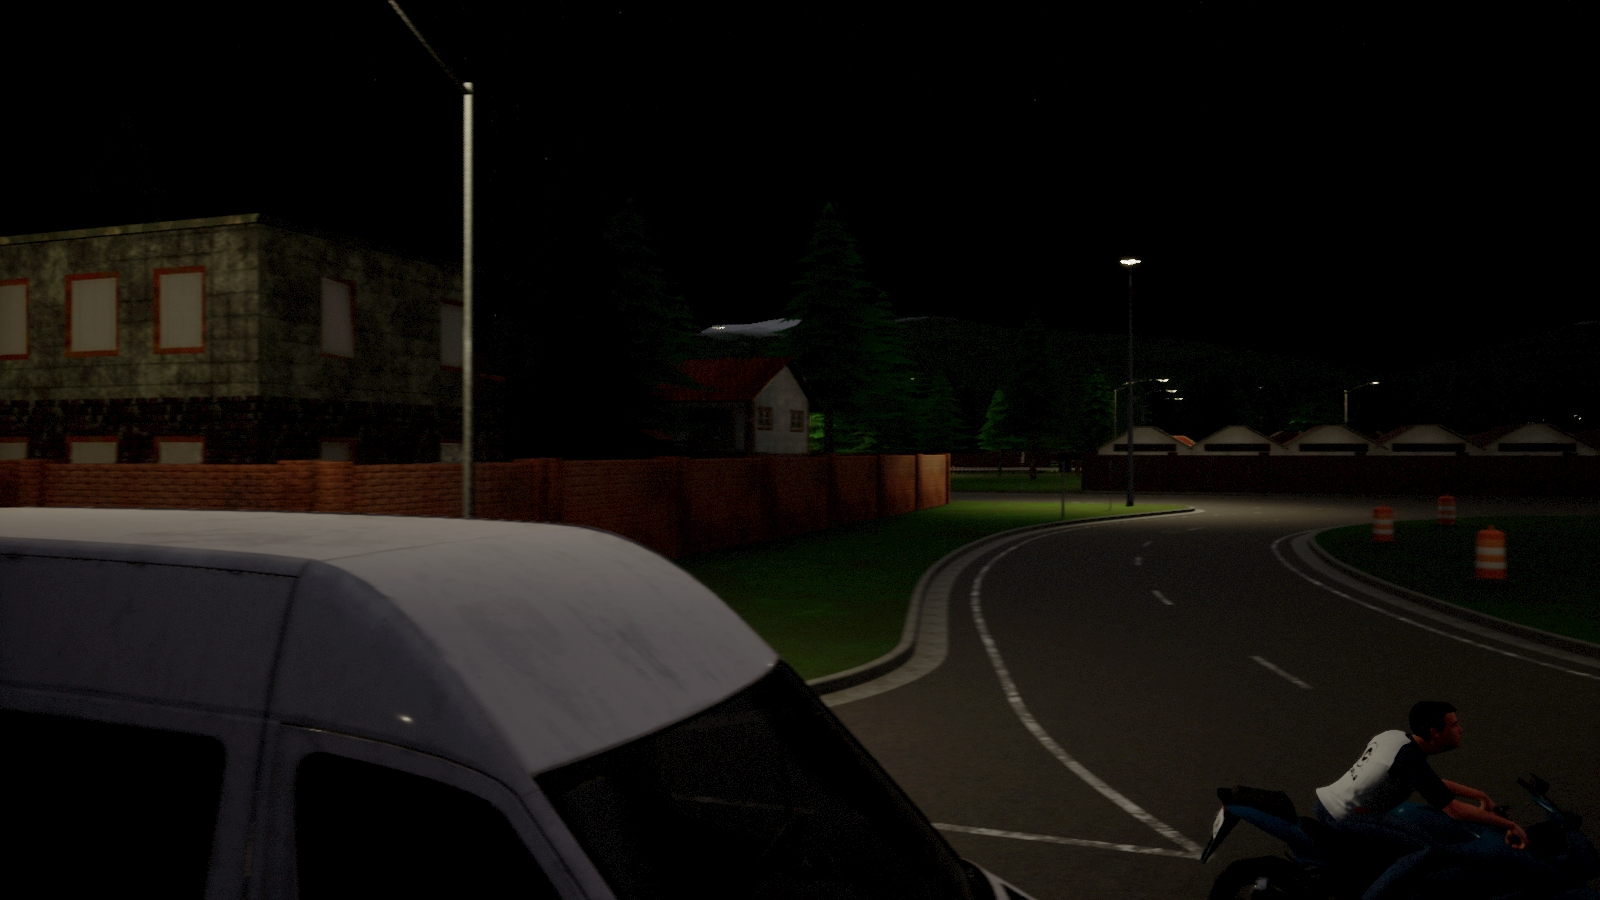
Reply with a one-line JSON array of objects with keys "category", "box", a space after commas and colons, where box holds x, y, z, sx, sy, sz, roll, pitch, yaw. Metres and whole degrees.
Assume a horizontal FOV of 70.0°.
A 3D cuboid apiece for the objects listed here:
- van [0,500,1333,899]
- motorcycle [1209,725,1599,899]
[{"category": "van", "box": [-1.545, 1.534, 3.864, 5.915, 2.561, 1.988, 0, 0, 20]}, {"category": "motorcycle", "box": [3.181, 2.186, 5.864, 2.033, 1.199, 0.803, 0, 0, 20]}]
